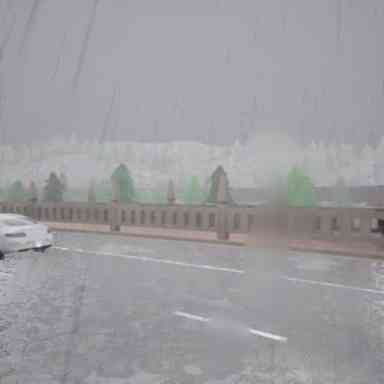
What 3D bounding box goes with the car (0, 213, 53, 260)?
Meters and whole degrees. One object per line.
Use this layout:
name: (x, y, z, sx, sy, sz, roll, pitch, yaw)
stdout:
car: (-7.104, 1.511, 12.099, 4.674, 1.442, 1.812, 0, 0, 28)
